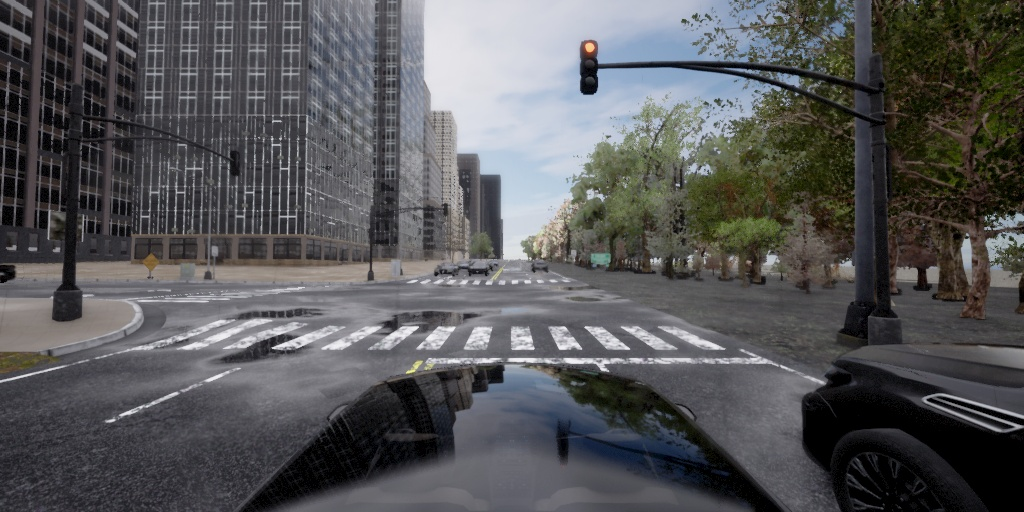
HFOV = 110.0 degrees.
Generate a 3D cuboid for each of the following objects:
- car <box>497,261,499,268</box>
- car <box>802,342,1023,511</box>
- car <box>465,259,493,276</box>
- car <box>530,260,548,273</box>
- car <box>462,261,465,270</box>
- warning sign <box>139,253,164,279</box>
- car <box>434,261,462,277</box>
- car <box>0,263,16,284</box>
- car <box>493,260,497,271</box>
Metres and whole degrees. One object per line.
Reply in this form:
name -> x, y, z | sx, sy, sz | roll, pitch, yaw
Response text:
car -> -3.307, 1.339, 63.443 | 2.033, 1.411, 5.357 | 0, 0, 0
car -> 3.359, 0.963, 0.428 | 2.150, 2.045, 5.566 | 0, 0, 0
car -> -3.339, 1.251, 37.119 | 1.882, 1.535, 5.008 | 0, 0, 0
car -> 3.368, 1.242, 44.174 | 2.128, 1.511, 4.902 | 1, -1, 0
car -> -6.589, 1.329, 48.785 | 2.033, 1.411, 5.357 | 0, 0, 0
warning sign -> -26.157, 0.734, 25.921 | 1.060, 1.860, 1.300 | 0, 0, -4
car -> -6.589, 1.337, 36.413 | 1.994, 1.385, 4.181 | 0, 0, 0
car -> -30.592, 0.791, 19.559 | 5.008, 1.535, 1.882 | 1, -2, -4
car -> -3.342, 1.381, 47.423 | 1.895, 1.301, 4.718 | 0, 0, 0
